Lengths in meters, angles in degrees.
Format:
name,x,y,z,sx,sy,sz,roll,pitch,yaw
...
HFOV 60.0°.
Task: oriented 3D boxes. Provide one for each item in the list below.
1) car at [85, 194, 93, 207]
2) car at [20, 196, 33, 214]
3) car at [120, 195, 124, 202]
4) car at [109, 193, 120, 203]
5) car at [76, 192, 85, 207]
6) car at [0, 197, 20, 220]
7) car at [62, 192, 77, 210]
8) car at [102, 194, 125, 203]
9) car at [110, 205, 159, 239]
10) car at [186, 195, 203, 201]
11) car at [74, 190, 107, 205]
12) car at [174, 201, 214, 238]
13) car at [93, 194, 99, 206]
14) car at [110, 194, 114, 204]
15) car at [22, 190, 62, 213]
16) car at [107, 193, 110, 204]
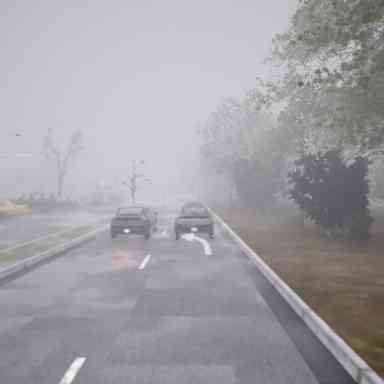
name,x,y,z,sx,sy,sz,roll,pitch,yaw
car,-16.802,1.405,46.667,4.892,1.521,2.231,-1,0,-20
car,-16.981,1.404,28.594,5.366,1.575,1.946,-1,0,-20
car,-16.716,1.207,64.706,5.566,2.045,2.435,-1,0,-20
car,-16.788,1.198,61.669,5.566,2.045,2.435,-1,0,-20
car,-16.830,1.273,43.657,4.553,1.767,2.185,-1,0,-20
car,-16.636,1.406,25.728,5.366,1.575,1.946,-1,0,-20
car,-16.770,1.268,40.671,4.553,1.767,2.185,-1,0,-20
car,-16.625,1.353,70.719,4.553,1.767,2.185,-1,0,-19
car,-2.899,1.461,17.230,1.837,1.490,4.892,0,0,0
car,0.103,1.406,35.365,1.837,1.490,4.892,0,0,0
car,-16.818,1.169,52.656,5.566,2.045,2.435,-1,0,-20
car,0.102,1.447,17.280,2.128,1.511,4.902,0,0,0
car,-16.818,1.441,49.651,4.792,1.488,2.163,-1,0,-20
car,-16.768,1.479,58.672,4.674,1.452,2.002,-1,0,-20
car,-16.831,1.143,34.645,5.566,2.045,2.435,-1,0,-20
car,-16.957,1.429,55.605,5.366,1.575,1.946,-1,0,-20
